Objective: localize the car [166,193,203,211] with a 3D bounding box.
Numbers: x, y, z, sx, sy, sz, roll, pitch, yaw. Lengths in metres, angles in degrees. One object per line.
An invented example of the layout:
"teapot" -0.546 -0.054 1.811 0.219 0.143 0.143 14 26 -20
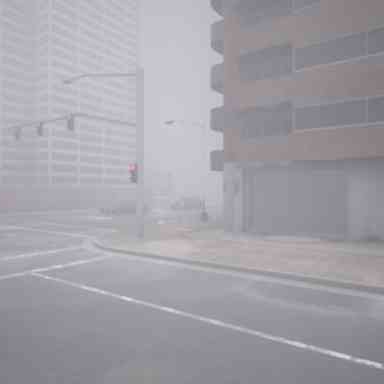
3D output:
"car" -0.615 1.335 40.017 2.097 1.767 4.553 0 0 35

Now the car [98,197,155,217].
"car" -6.345 1.530 31.919 2.033 1.411 5.357 0 0 35
